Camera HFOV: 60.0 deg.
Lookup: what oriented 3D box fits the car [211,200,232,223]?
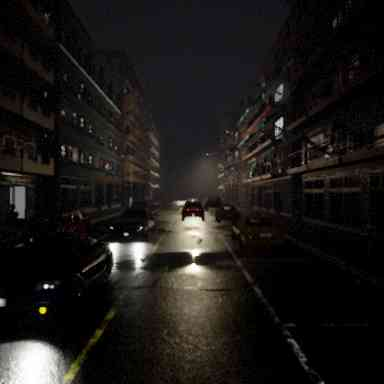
[{"bbox_3d":[2.703,1.579,25.827,1.752,1.417,4.829,0,0,0],"label":"car"}]

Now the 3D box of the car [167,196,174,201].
[{"bbox_3d":[-5.655,1.785,88.164,1.802,1.307,4.206,0,0,0],"label":"car"}]

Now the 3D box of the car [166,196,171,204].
[{"bbox_3d":[-5.663,1.712,65.435,1.947,1.339,4.313,0,0,0],"label":"car"}]

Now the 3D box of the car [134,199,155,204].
[{"bbox_3d":[-5.674,1.645,37.022,1.947,1.339,4.313,0,0,0],"label":"car"}]

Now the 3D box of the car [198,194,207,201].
[{"bbox_3d":[2.726,1.518,88.164,2.192,1.841,5.009,0,0,0],"label":"car"}]

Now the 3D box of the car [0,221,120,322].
[{"bbox_3d":[-3.090,1.579,7.283,1.994,1.385,4.181,0,0,0],"label":"car"}]

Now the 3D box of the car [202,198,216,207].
[{"bbox_3d":[2.713,1.669,54.070,2.008,1.369,4.403,0,0,0],"label":"car"}]

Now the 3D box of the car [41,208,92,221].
[{"bbox_3d":[-5.680,1.470,14.292,1.967,1.590,4.097,0,0,0],"label":"car"}]

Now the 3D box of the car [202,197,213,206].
[{"bbox_3d":[2.716,1.658,59.922,1.752,1.417,4.829,0,0,0],"label":"car"}]

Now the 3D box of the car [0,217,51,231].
[{"bbox_3d":[-5.683,1.569,8.609,2.008,1.369,4.403,0,0,0],"label":"car"}]

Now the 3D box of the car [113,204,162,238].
[{"bbox_3d":[-3.044,1.585,18.116,2.033,1.411,5.357,0,0,0],"label":"car"}]

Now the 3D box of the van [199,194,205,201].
[{"bbox_3d":[2.729,1.559,93.847,1.690,1.788,3.998,0,0,0],"label":"van"}]

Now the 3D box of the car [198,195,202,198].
[{"bbox_3d":[0.109,1.589,45.074,2.128,1.511,4.902,0,0,0],"label":"car"}]

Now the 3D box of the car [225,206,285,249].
[{"bbox_3d":[2.699,1.555,14.462,1.752,1.417,4.829,0,0,0],"label":"car"}]

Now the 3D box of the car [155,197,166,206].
[{"bbox_3d":[-5.667,1.700,54.070,1.802,1.307,4.206,0,0,0],"label":"car"}]

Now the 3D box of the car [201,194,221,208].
[{"bbox_3d":[2.710,1.407,42.705,2.192,1.841,5.009,0,0,0],"label":"car"}]

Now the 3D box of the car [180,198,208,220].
[{"bbox_3d":[0.100,1.564,28.245,1.837,1.490,4.892,0,0,0],"label":"car"}]

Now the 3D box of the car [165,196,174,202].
[{"bbox_3d":[-5.656,1.733,82.482,1.887,1.381,4.507,0,0,0],"label":"car"}]

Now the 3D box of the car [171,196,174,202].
[{"bbox_3d":[-5.658,1.740,76.799,1.947,1.339,4.313,0,0,0],"label":"car"}]
